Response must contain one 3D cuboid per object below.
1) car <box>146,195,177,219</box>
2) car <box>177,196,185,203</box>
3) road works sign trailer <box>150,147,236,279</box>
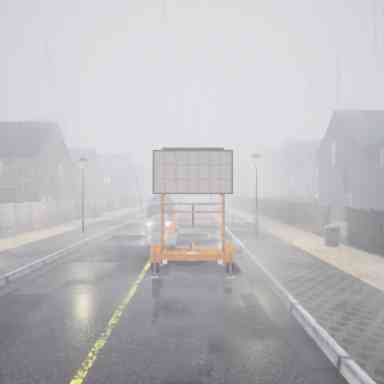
[{"bbox_3d":[-2.785,1.262,30.150,2.150,2.045,5.566,0,0,0],"label":"car"},{"bbox_3d":[-2.602,1.609,67.416,2.097,1.767,4.553,0,0,0],"label":"car"},{"bbox_3d":[0.027,0.466,10.071,2.380,3.560,2.880,0,0,1],"label":"road works sign trailer"}]
